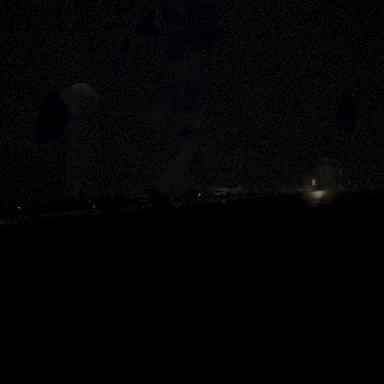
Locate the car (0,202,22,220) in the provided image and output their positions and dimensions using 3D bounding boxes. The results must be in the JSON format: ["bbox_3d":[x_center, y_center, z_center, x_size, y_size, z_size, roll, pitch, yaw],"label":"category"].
[{"bbox_3d":[-13.991,1.236,21.587,2.033,1.411,5.357,-1,1,32],"label":"car"}]

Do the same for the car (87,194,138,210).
[{"bbox_3d":[-7.377,0.897,31.194,1.895,1.301,4.718,-1,1,36],"label":"car"}]

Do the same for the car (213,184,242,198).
[{"bbox_3d":[5.269,-0.174,48.832,2.150,2.045,5.566,-1,1,36],"label":"car"}]

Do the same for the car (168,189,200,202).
[{"bbox_3d":[-0.853,0.436,40.321,1.837,1.490,4.892,-1,1,36],"label":"car"}]
